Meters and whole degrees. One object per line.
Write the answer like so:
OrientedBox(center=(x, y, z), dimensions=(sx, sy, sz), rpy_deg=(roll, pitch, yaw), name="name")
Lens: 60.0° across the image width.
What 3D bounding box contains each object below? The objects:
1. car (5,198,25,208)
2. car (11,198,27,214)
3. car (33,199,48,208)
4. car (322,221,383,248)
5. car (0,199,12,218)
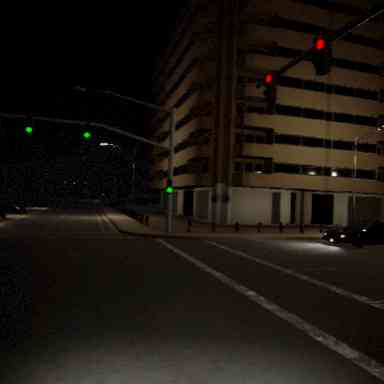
OrientedBox(center=(-28.261, 1.685, 53.223), dimensions=(1.812, 1.442, 4.674), rpy_deg=(3, -2, -17), name="car")
OrientedBox(center=(-19.609, 1.591, 36.828), dimensions=(1.882, 1.535, 5.008), rpy_deg=(3, -1, -17), name="car")
OrientedBox(center=(-25.437, 1.883, 55.983), dimensions=(2.033, 1.411, 5.357), rpy_deg=(3, -1, -17), name="car")
OrientedBox(center=(10.161, 2.352, 18.896), dimensions=(5.357, 1.411, 2.033), rpy_deg=(3, -1, -17), name="car")
OrientedBox(center=(-16.714, 1.484, 27.429), dimensions=(1.882, 1.535, 5.008), rpy_deg=(3, -1, -17), name="car")
